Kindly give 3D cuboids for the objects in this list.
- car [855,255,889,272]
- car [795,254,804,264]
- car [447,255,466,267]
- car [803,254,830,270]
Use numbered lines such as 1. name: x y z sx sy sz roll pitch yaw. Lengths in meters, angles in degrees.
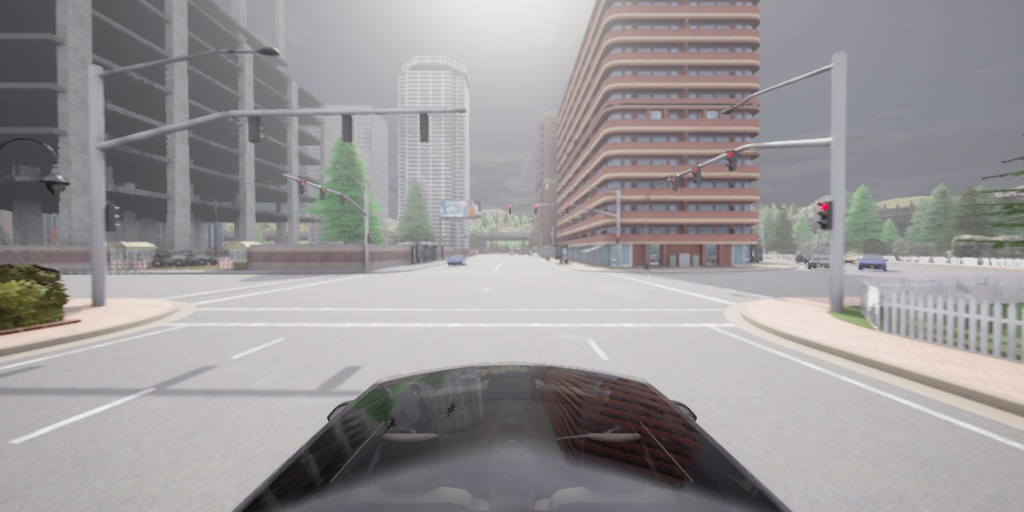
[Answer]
1. car: 34.470 0.663 34.239 5.008 1.535 1.882 0 1 -43
2. car: 41.270 0.439 50.049 1.837 1.490 4.892 0 1 20
3. car: -7.009 0.589 45.668 1.882 1.535 5.008 0 2 0
4. car: 31.141 0.666 35.931 4.892 1.490 1.837 0 1 -42
